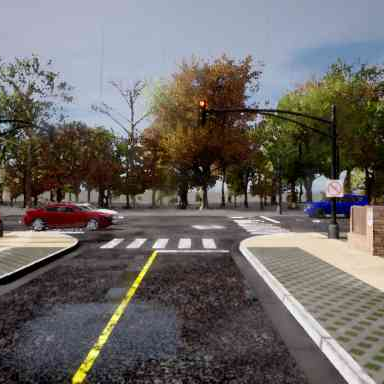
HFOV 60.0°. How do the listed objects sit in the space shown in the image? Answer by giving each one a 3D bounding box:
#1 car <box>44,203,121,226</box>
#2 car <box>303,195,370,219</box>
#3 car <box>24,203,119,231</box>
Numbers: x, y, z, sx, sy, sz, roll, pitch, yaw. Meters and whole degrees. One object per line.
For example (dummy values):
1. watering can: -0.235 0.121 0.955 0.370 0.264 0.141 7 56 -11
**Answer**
1. car: -7.445 1.504 22.936 4.674 1.442 1.812 0 0 0
2. car: 12.853 1.279 29.626 5.566 2.045 2.150 0 0 0
3. car: -7.211 1.454 19.683 5.008 1.535 1.882 0 0 0
